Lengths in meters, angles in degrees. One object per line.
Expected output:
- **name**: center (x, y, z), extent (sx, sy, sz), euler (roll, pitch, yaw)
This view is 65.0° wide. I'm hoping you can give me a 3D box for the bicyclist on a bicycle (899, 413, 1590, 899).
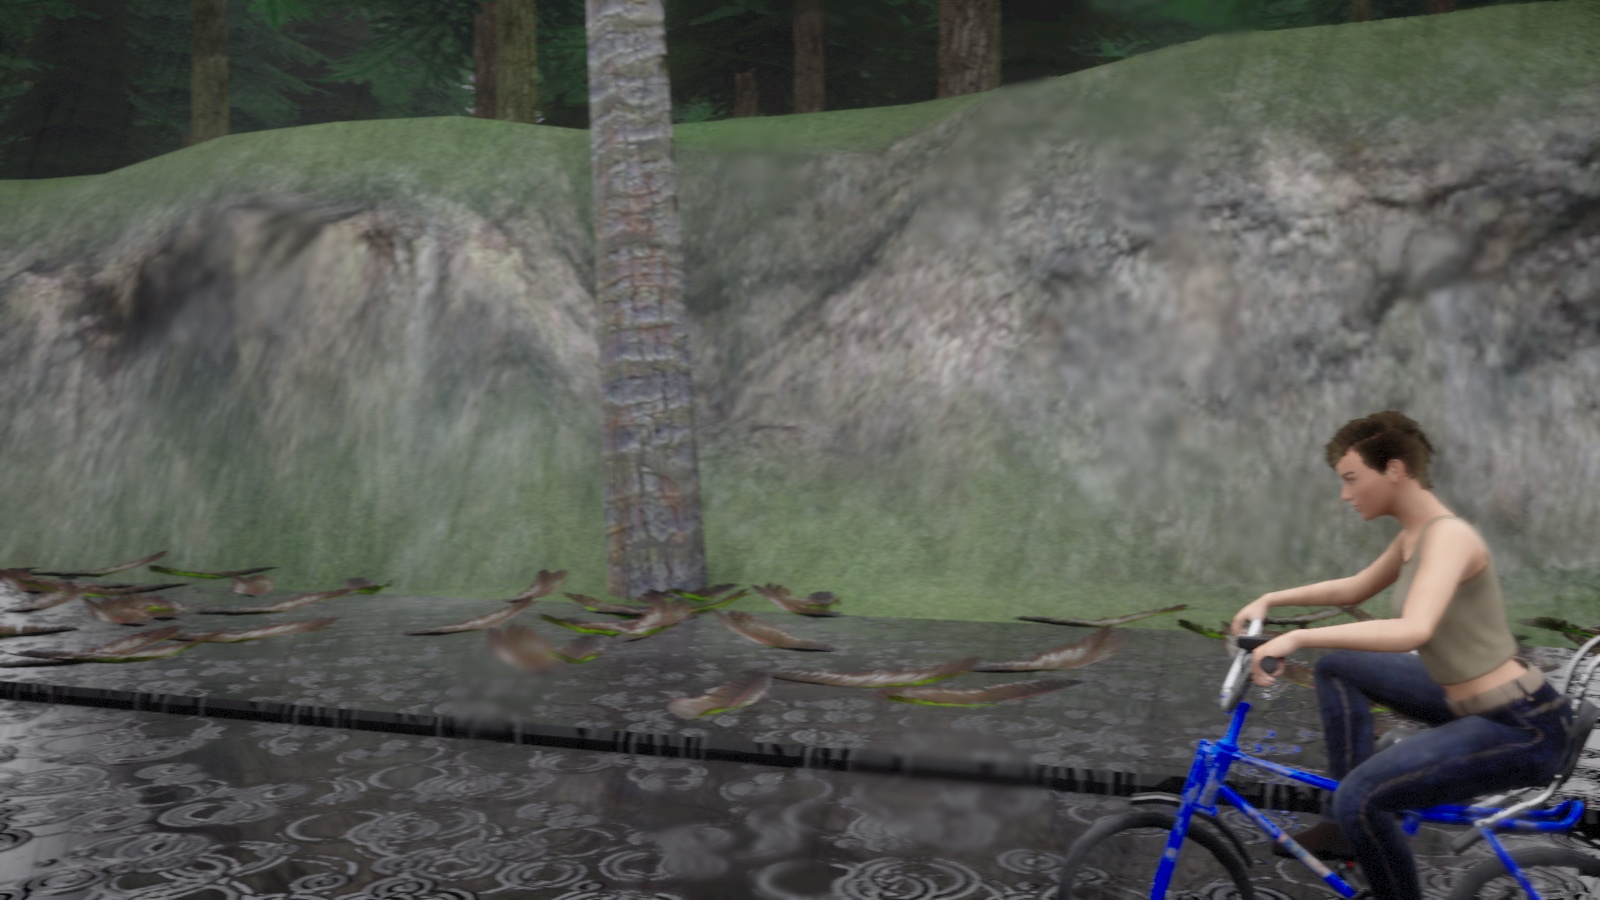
- **bicyclist on a bicycle**: center (1.107, 0.714, 3.342), extent (1.509, 1.612, 0.866), euler (1, 1, 19)
